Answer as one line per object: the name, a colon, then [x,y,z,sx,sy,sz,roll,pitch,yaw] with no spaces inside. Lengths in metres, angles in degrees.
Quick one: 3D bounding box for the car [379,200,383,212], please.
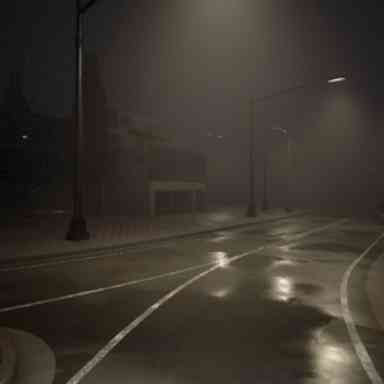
car: [24.928,1.736,42.085,2.128,1.511,4.902,1,0,35]
